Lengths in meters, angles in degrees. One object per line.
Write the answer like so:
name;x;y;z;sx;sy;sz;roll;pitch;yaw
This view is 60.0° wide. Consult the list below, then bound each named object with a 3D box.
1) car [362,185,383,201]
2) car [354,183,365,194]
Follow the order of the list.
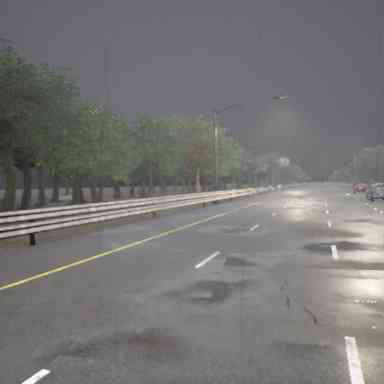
car;20.182;0.245;36.146;2.033;1.411;5.357;-1;2;21
car;29.011;-0.652;57.207;2.097;1.767;4.553;0;2;27
